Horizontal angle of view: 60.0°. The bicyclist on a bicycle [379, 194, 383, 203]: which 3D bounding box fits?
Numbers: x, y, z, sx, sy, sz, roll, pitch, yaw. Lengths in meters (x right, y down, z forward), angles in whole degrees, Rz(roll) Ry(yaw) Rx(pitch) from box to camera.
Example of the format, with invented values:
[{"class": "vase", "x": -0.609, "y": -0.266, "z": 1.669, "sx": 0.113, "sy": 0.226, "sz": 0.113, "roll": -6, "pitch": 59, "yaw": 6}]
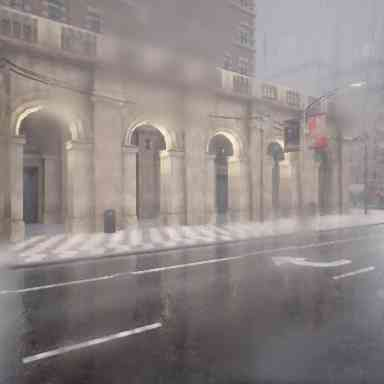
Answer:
[{"class": "bicyclist on a bicycle", "x": 36.491, "y": 1.299, "z": 64.282, "sx": 1.656, "sy": 1.620, "sz": 0.582, "roll": 0, "pitch": 0, "yaw": -36}]
